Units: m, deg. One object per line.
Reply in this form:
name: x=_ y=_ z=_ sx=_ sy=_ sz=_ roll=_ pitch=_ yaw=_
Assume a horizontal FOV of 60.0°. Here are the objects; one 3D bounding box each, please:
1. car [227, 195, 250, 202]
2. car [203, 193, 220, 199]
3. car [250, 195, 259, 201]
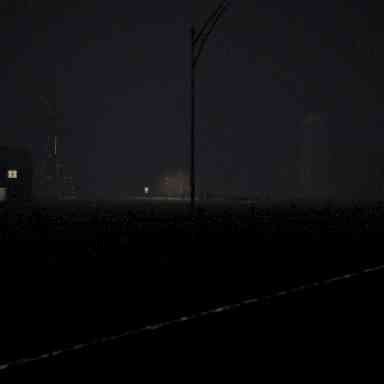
car: x=9.072 y=1.250 z=67.945 sx=1.994 sy=1.385 sz=4.181 roll=0 pitch=1 yaw=-36
car: x=4.516 y=0.936 z=78.969 sx=1.837 sy=1.490 sz=4.892 roll=0 pitch=1 yaw=-36
car: x=11.603 y=1.283 z=69.146 sx=1.895 sy=1.301 sz=4.718 roll=0 pitch=1 yaw=-36
